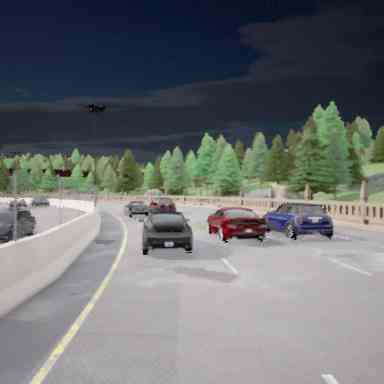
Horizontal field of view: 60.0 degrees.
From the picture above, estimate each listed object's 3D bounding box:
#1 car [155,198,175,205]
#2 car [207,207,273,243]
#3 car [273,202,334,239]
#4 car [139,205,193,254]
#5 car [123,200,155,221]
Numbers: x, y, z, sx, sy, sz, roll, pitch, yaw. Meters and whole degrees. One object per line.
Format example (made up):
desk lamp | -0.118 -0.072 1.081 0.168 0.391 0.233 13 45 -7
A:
car | -3.274 1.388 36.009 2.097 1.767 4.553 0 0 -20
car | 2.002 1.482 16.384 1.882 1.535 5.008 0 0 -9
car | 5.345 1.346 17.424 2.097 1.767 4.553 0 0 -9
car | -1.115 1.518 13.652 1.837 1.490 4.892 0 0 -8
car | -5.297 1.587 31.496 2.033 1.411 5.357 0 0 -19
